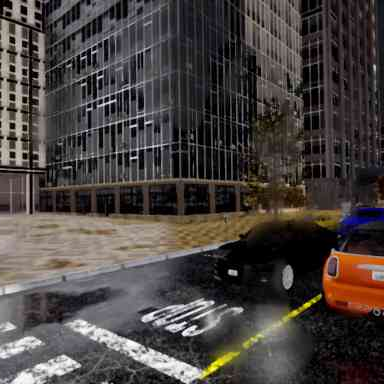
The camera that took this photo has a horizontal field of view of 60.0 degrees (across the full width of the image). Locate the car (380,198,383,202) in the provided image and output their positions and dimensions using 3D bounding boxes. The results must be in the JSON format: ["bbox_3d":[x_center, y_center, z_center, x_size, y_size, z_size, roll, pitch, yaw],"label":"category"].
[{"bbox_3d":[42.981,1.646,77.772,4.507,1.381,1.887,-1,-2,40],"label":"car"}]

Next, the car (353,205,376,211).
[{"bbox_3d":[9.209,1.553,17.150,1.882,1.535,5.008,-2,-1,41],"label":"car"}]

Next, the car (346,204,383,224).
[{"bbox_3d":[13.921,1.716,26.532,1.802,1.307,4.206,-1,-1,41],"label":"car"}]

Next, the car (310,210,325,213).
[{"bbox_3d":[6.531,1.670,17.997,1.752,1.417,4.829,-1,-1,41],"label":"car"}]

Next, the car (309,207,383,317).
[{"bbox_3d":[4.410,1.356,6.877,2.097,1.767,4.553,-2,-1,41],"label":"car"}]

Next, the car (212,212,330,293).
[{"bbox_3d":[2.561,1.563,9.473,1.882,1.535,5.008,-2,-1,41],"label":"car"}]
